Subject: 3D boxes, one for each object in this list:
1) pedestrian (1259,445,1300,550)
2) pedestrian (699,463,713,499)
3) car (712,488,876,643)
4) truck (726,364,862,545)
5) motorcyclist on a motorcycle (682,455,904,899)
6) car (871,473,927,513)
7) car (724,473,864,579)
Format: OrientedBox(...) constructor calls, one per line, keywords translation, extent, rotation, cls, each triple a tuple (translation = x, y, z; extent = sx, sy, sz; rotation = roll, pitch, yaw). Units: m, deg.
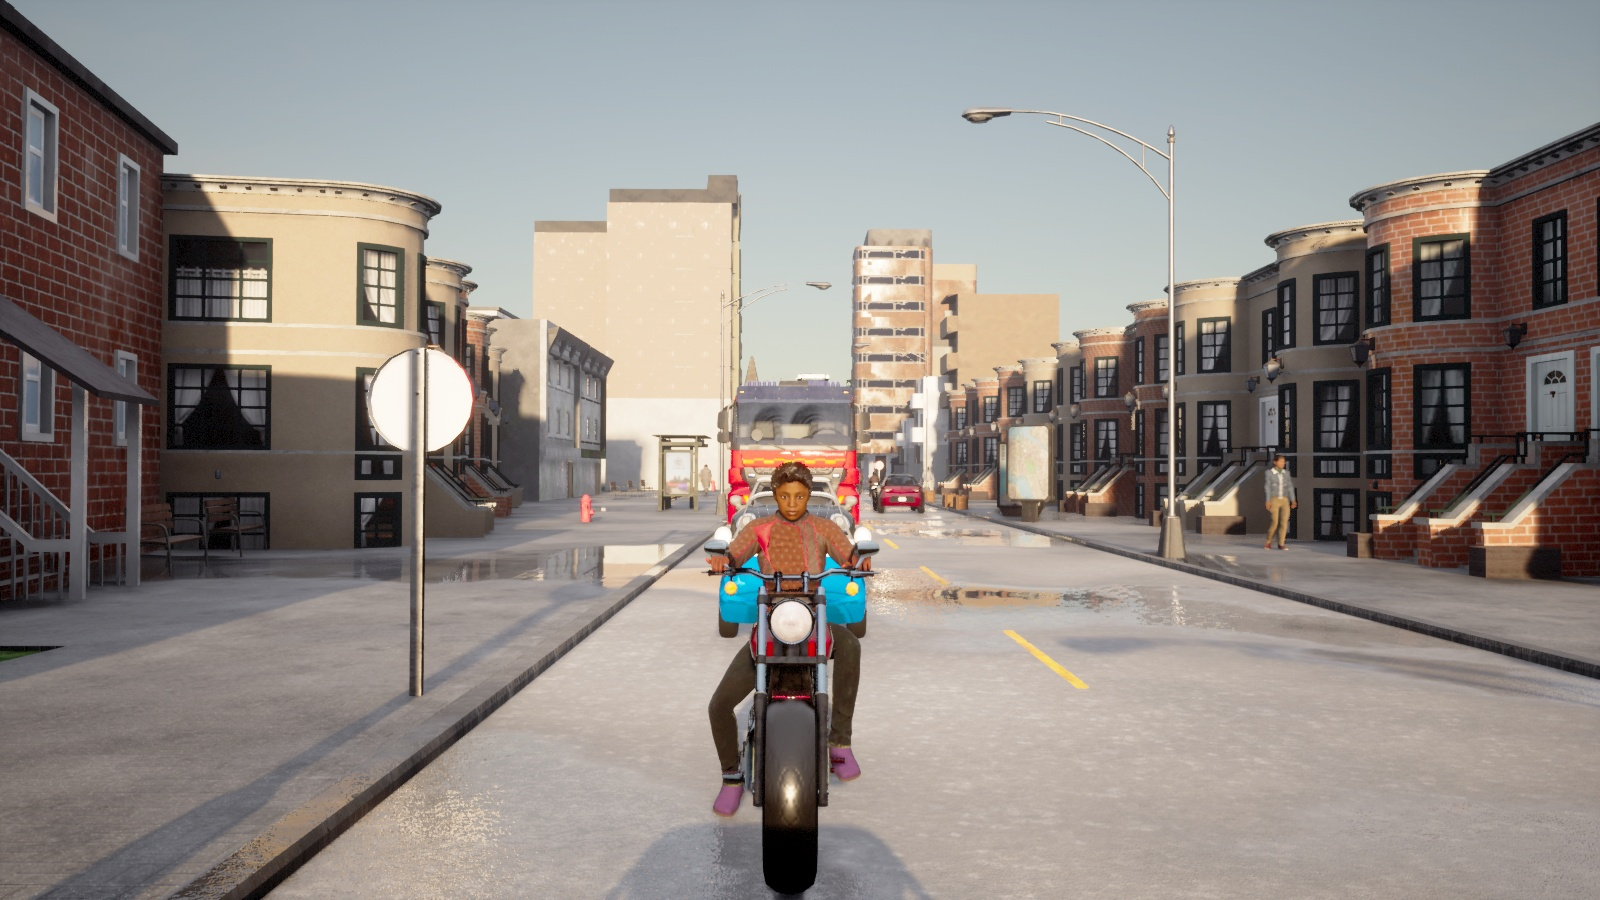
OrientedBox(translation=(8.995, 0.883, 23.564), extent=(0.423, 1.949, 0.788), rotation=(0, -1, -2), cls="pedestrian")
OrientedBox(translation=(-5.189, 1.710, 69.574), extent=(0.659, 1.952, 0.873), rotation=(0, -1, 5), cls="pedestrian")
OrientedBox(translation=(-0.062, 1.078, 12.451), extent=(1.481, 1.376, 2.207), rotation=(0, -1, 0), cls="car")
OrientedBox(translation=(-0.150, 0.169, 30.922), extent=(2.891, 3.827, 8.468), rotation=(0, -1, 0), cls="truck")
OrientedBox(translation=(-0.031, 0.858, 5.541), extent=(0.766, 1.649, 2.350), rotation=(0, -1, 0), cls="motorcyclist on a motorcycle")
OrientedBox(translation=(3.775, 1.626, 48.513), extent=(1.816, 1.474, 4.193), rotation=(0, -1, 0), cls="car")
OrientedBox(translation=(-0.096, 1.109, 19.632), extent=(1.970, 1.475, 3.806), rotation=(0, -1, 0), cls="car")
